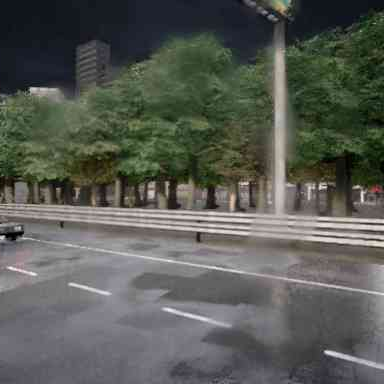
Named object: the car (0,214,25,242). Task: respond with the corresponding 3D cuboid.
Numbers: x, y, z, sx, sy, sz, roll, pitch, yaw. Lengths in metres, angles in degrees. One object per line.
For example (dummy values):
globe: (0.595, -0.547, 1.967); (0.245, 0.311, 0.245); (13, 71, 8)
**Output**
car: (-9.662, 1.604, 15.066); (4.718, 1.301, 1.895); (0, 0, 36)
